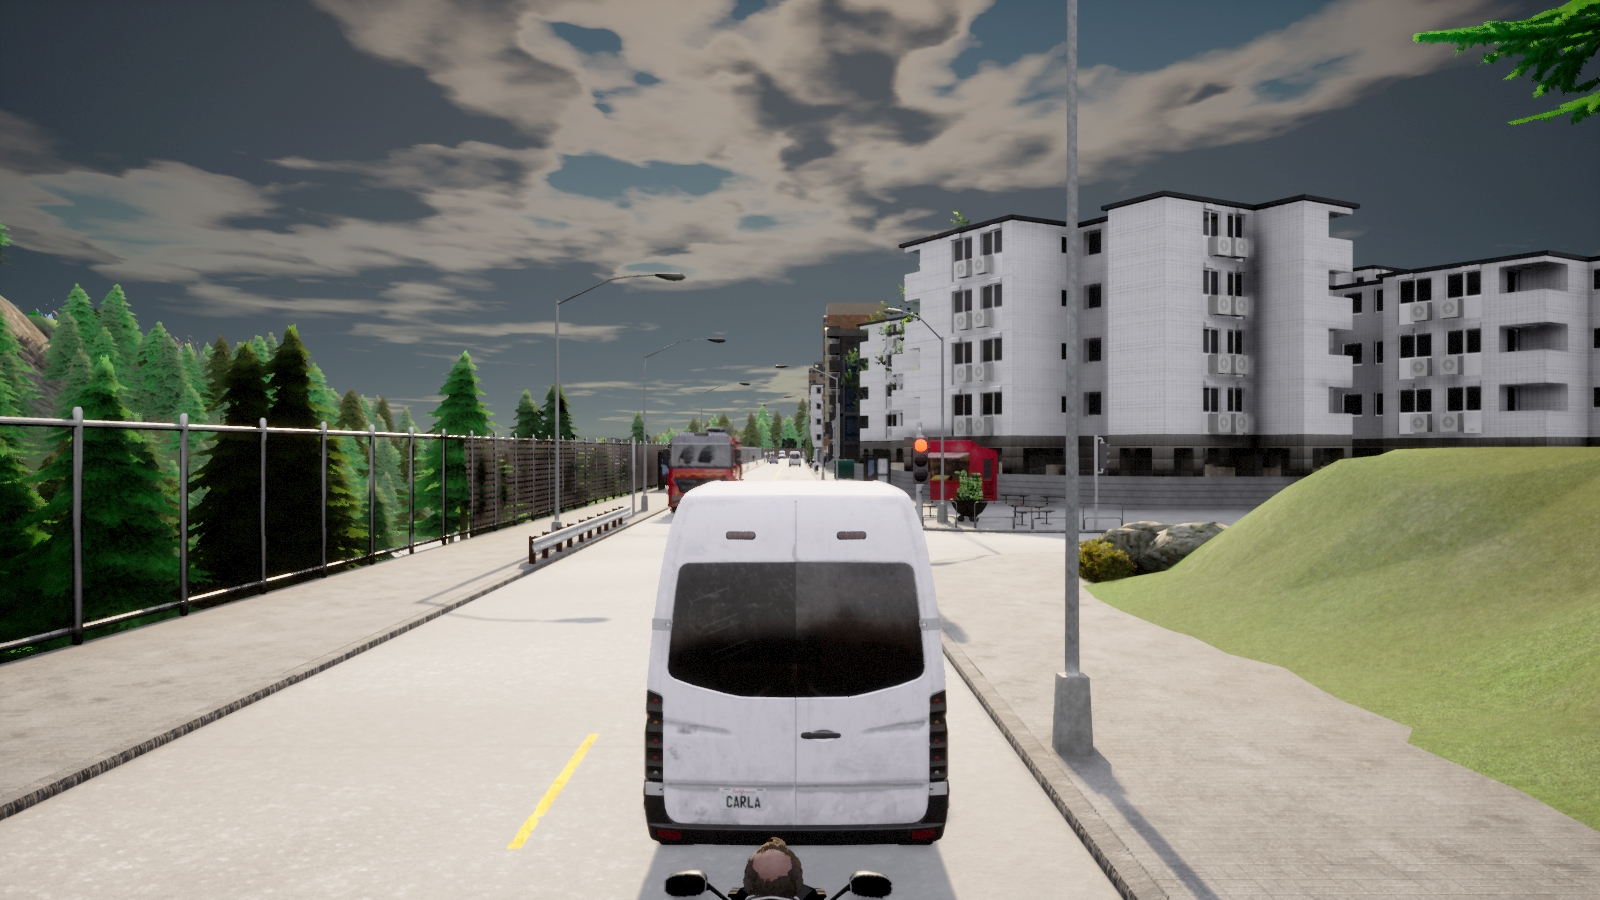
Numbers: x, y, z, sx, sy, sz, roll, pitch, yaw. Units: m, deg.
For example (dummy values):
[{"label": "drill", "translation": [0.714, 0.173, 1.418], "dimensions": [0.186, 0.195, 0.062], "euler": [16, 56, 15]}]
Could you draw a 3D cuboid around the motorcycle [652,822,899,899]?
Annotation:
[{"label": "motorcycle", "translation": [-0.090, 2.205, 3.746], "dimensions": [0.867, 1.251, 2.209], "euler": [0, 0, 1]}]

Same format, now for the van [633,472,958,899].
[{"label": "van", "translation": [-0.034, 1.534, 9.946], "dimensions": [1.988, 2.561, 5.915], "euler": [0, 0, 0]}]

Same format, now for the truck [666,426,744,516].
[{"label": "truck", "translation": [-4.230, 0.890, 52.495], "dimensions": [2.891, 3.827, 8.468], "euler": [0, 0, 0]}]
